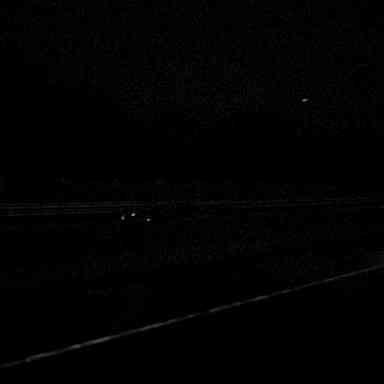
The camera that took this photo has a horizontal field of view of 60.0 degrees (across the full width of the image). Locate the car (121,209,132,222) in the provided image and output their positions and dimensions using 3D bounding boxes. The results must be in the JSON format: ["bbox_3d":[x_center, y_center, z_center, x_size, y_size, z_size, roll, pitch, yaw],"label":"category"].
[{"bbox_3d":[-2.585,1.473,23.553,4.902,1.511,2.128,0,0,-35],"label":"car"}]

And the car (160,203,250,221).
[{"bbox_3d":[1.049,1.490,17.553,4.892,1.490,1.837,0,0,-35],"label":"car"}]

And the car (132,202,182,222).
[{"bbox_3d":[-0.890,1.489,20.468,4.892,1.490,1.837,0,0,-35],"label":"car"}]
